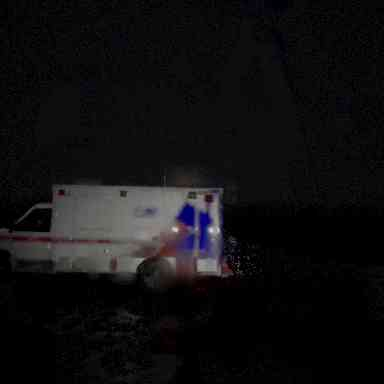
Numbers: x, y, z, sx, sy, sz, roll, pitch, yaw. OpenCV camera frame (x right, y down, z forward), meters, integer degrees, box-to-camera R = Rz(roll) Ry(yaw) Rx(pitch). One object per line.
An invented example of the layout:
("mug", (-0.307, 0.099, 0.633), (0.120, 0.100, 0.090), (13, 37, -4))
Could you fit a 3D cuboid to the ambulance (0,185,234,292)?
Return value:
("ambulance", (-2.183, 1.061, 8.730), (6.366, 2.431, 2.351), (1, 0, 0))
